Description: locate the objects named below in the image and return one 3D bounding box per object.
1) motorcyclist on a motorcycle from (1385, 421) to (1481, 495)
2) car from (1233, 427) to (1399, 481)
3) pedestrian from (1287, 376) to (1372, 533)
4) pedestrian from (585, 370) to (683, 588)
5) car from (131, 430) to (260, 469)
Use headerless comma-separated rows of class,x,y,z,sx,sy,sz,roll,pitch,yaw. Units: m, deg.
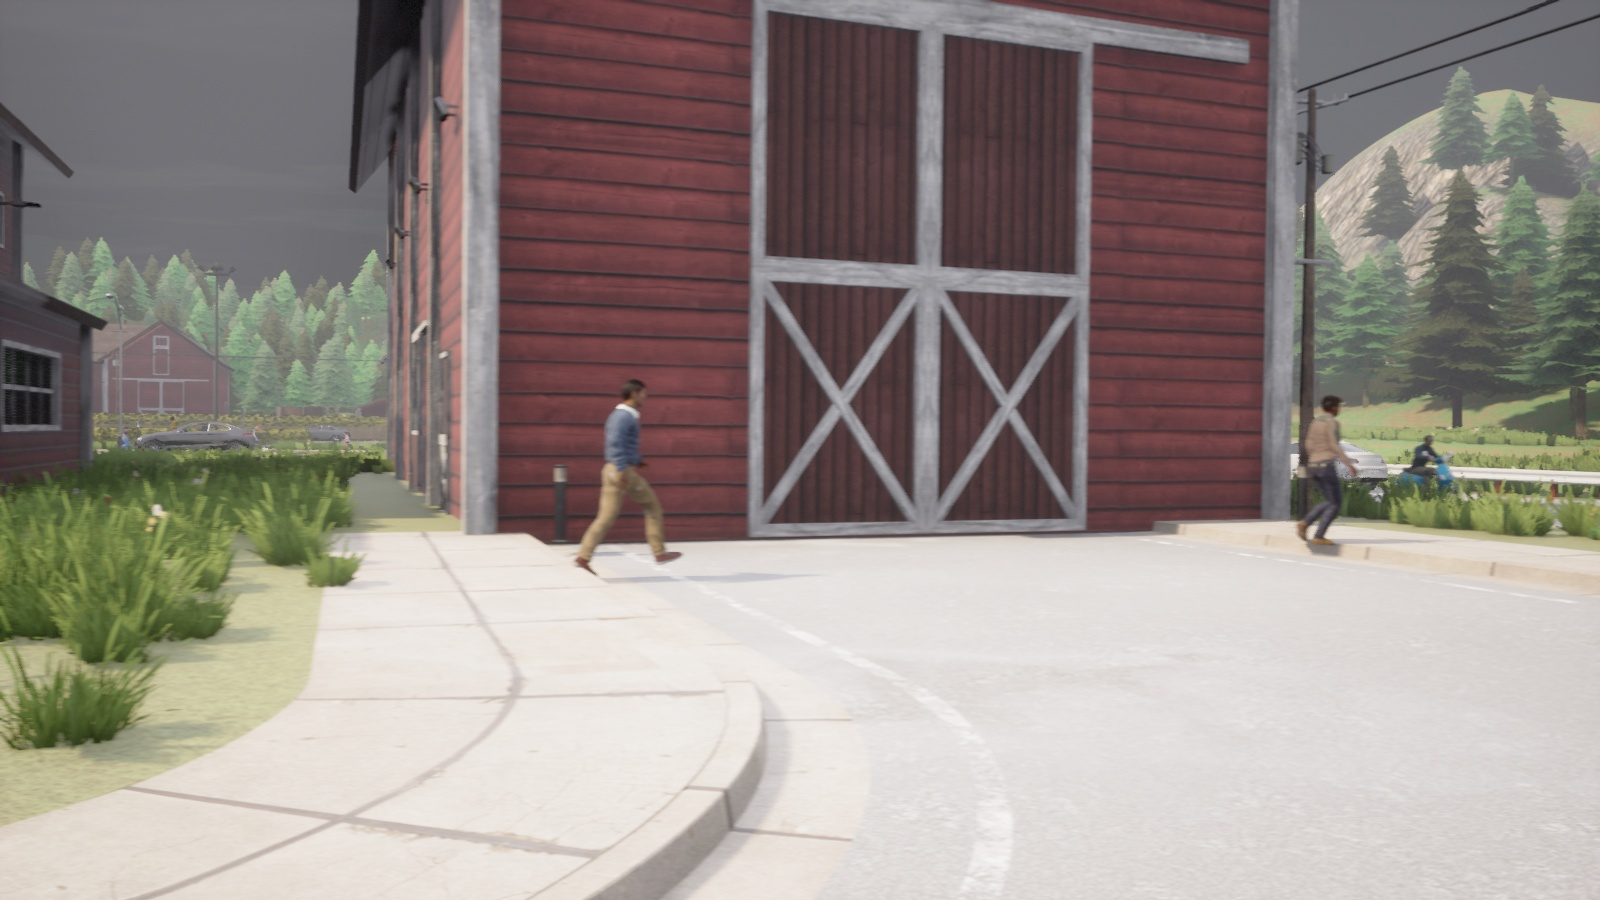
motorcyclist on a motorcycle,14.173,0.157,28.178,0.866,1.590,1.817,-1,1,-20
car,14.887,0.084,36.524,1.812,1.442,4.674,-1,1,-20
pedestrian,6.191,0.051,14.684,0.869,1.805,0.328,-1,1,-9
pedestrian,-1.529,0.252,11.569,0.788,1.949,0.423,-1,1,-24
car,-27.101,-0.033,56.479,5.027,1.651,2.152,-1,1,-21
